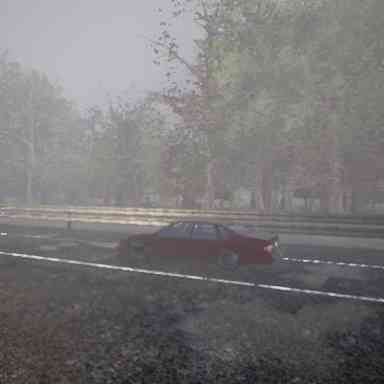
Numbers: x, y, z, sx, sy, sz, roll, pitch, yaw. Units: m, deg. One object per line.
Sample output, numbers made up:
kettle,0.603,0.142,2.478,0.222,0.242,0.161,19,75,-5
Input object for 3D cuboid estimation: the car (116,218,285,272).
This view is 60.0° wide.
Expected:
car,0.178,1.555,10.715,5.357,1.411,2.033,0,0,25
